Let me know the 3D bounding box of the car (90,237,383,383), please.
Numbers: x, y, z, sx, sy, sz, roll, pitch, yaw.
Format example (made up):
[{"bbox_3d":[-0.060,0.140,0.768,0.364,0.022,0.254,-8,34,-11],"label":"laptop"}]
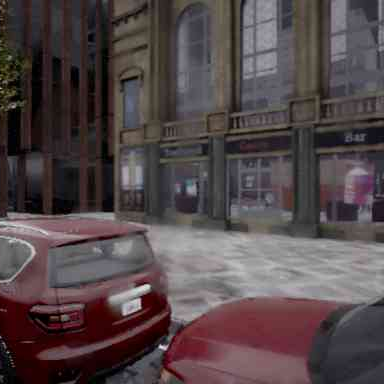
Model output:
[{"bbox_3d":[2.017,1.312,1.661,5.009,1.841,2.192,0,0,35],"label":"car"}]

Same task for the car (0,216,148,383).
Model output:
[{"bbox_3d":[-2.592,1.286,4.909,5.009,1.841,2.192,0,0,35],"label":"car"}]
